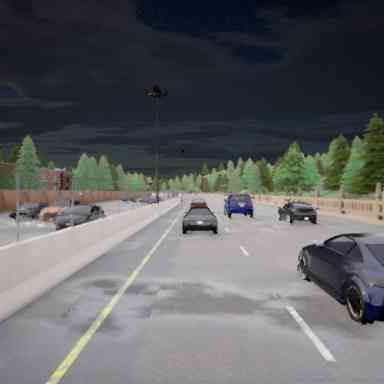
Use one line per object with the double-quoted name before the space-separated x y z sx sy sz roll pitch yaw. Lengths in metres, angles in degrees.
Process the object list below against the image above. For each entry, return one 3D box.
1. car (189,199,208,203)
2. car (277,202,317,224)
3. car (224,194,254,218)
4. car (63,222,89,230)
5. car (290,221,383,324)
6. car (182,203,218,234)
"car" 0.738 1.481 37.068 1.882 1.535 5.008 0 0 1
"car" 7.528 1.487 24.183 1.837 1.490 4.892 0 0 1
"car" 4.120 1.214 29.853 2.150 2.045 5.566 0 0 1
"car" -6.732 1.526 20.526 1.837 1.490 4.892 0 0 1
"car" 3.748 1.555 7.113 1.994 1.385 4.181 0 0 1
"car" 0.449 1.565 19.462 1.994 1.385 4.181 0 0 1
